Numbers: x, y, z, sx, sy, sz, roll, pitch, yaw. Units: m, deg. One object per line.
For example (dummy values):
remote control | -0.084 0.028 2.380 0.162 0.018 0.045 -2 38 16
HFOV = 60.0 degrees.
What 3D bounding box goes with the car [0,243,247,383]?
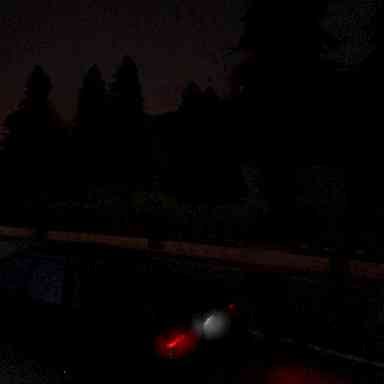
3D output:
car | -1.917 1.529 5.090 5.357 1.411 2.033 0 0 32
